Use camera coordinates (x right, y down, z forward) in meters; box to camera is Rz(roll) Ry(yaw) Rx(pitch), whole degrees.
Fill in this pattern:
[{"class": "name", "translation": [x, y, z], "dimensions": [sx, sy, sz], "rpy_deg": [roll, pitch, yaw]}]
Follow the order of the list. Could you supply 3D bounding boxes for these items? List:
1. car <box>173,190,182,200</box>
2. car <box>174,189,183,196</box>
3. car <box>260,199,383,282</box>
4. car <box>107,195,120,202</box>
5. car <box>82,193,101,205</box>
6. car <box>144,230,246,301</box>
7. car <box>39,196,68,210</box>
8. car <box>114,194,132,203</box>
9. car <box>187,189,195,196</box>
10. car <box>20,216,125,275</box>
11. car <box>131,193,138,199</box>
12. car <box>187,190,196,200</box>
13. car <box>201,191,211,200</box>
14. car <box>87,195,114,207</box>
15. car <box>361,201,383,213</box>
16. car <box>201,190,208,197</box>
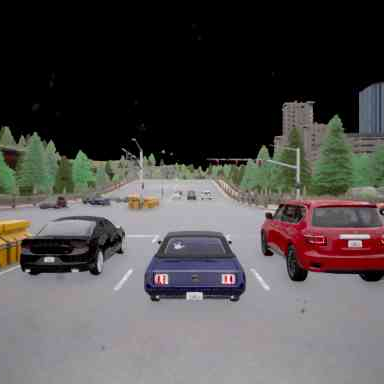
[{"class": "car", "translation": [-3.590, 1.086, 79.947], "dimensions": [1.812, 1.442, 4.674], "rpy_deg": [0, 3, 0]}, {"class": "car", "translation": [-3.652, 0.163, 91.402], "dimensions": [2.128, 1.511, 4.902], "rpy_deg": [0, 7, 0]}, {"class": "car", "translation": [3.574, 1.221, 9.936], "dimensions": [2.150, 2.045, 5.566], "rpy_deg": [0, 0, 0]}, {"class": "car", "translation": [-17.561, 1.417, 74.347], "dimensions": [1.895, 1.301, 4.718], "rpy_deg": [0, 1, 0]}, {"class": "car", "translation": [-17.567, 1.220, 58.789], "dimensions": [2.150, 2.045, 5.566], "rpy_deg": [0, 0, 0]}, {"class": "car", "translation": [0.069, 1.601, 8.255], "dimensions": [1.895, 1.301, 4.718], "rpy_deg": [0, 0, 0]}, {"class": "car", "translation": [-17.593, 1.351, 42.354], "dimensions": [2.097, 1.767, 4.553], "rpy_deg": [0, 0, 0]}, {"class": "car", "translation": [-14.027, 1.503, 67.907], "dimensions": [1.812, 1.442, 4.674], "rpy_deg": [0, 1, 0]}, {"class": "car", "translation": [-0.152, 0.163, 91.420], "dimensions": [2.128, 1.511, 4.902], "rpy_deg": [0, 7, 0]}, {"class": "car", "translation": [-3.420, 1.478, 10.481], "dimensions": [1.882, 1.535, 5.008], "rpy_deg": [0, 0, 0]}, {"class": "car", "translation": [-14.091, 1.039, 79.918], "dimensions": [1.882, 1.535, 5.008], "rpy_deg": [0, 3, 0]}, {"class": "car", "translation": [-0.087, 0.960, 79.168], "dimensions": [2.097, 1.767, 4.553], "rpy_deg": [0, 3, 0]}, {"class": "car", "translation": [3.410, 0.794, 79.866], "dimensions": [2.150, 2.045, 5.566], "rpy_deg": [0, 3, 0]}, {"class": "car", "translation": [-14.088, 1.547, 51.629], "dimensions": [2.033, 1.411, 5.357], "rpy_deg": [0, 0, 0]}, {"class": "car", "translation": [21.141, 1.601, 35.914], "dimensions": [4.718, 1.301, 1.895], "rpy_deg": [0, 0, 0]}, {"class": "car", "translation": [3.353, 0.348, 90.325], "dimensions": [1.895, 1.301, 4.718], "rpy_deg": [0, 7, 0]}]
